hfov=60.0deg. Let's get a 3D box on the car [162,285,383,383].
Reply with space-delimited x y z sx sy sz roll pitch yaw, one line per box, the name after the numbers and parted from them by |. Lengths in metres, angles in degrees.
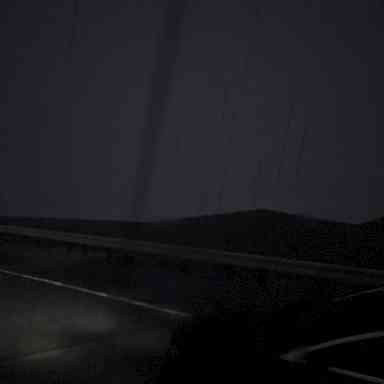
1.952 1.485 2.490 4.902 1.511 2.128 0 0 36 | car
